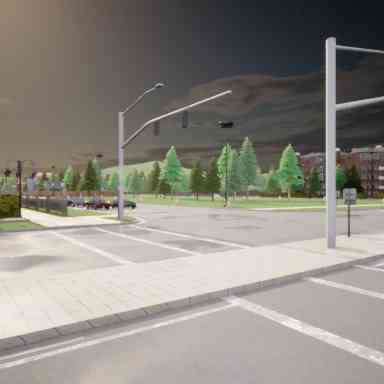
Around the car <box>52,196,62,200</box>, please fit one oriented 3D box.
[{"bbox_3d":[-23.423,1.505,58.317,1.837,1.490,4.892,0,0,-36],"label":"car"}]

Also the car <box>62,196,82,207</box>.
[{"bbox_3d":[-17.586,1.505,50.232,1.837,1.490,4.892,0,0,-36],"label":"car"}]

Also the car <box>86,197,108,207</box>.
[{"bbox_3d":[-15.186,1.505,52.891,1.837,1.490,4.892,0,0,-36],"label":"car"}]

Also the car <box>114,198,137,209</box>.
[{"bbox_3d":[-9.390,1.547,44.899,2.033,1.411,5.357,0,0,-36],"label":"car"}]

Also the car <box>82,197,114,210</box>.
[{"bbox_3d":[-12.176,1.601,42.789,1.895,1.301,4.718,0,0,-36],"label":"car"}]

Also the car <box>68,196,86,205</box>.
[{"bbox_3d":[-21.285,1.478,61.356,1.882,1.535,5.008,0,0,-36],"label":"car"}]
